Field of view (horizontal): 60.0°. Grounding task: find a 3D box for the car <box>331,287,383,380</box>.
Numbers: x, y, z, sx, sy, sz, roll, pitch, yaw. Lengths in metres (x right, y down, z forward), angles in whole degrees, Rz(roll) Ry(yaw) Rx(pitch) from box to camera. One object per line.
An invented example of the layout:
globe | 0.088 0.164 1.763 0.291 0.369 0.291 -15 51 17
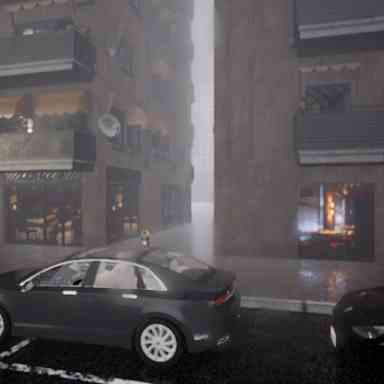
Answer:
car | 4.019 1.569 3.958 4.313 1.339 1.947 0 0 14

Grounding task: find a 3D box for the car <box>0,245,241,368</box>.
car | -1.448 1.556 5.306 4.403 1.369 2.008 0 0 14
